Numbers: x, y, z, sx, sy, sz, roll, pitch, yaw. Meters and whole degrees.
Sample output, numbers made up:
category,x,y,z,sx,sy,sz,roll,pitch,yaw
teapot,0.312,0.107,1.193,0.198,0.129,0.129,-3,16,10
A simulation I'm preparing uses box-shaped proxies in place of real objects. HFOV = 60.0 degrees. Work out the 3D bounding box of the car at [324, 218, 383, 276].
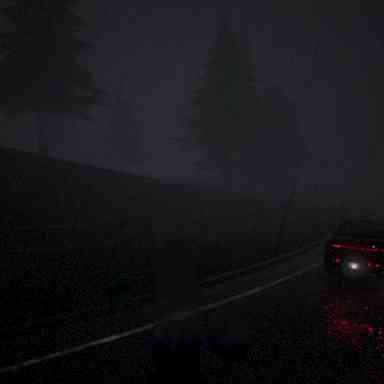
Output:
category,x,y,z,sx,sy,sz,roll,pitch,yaw
car,5.480,1.547,9.945,1.837,1.490,4.892,0,0,39
